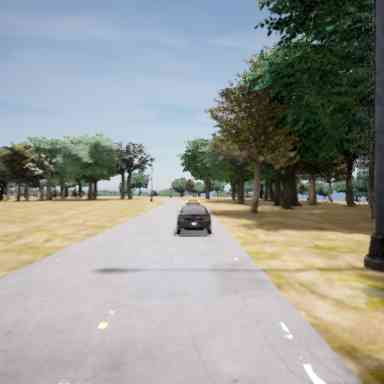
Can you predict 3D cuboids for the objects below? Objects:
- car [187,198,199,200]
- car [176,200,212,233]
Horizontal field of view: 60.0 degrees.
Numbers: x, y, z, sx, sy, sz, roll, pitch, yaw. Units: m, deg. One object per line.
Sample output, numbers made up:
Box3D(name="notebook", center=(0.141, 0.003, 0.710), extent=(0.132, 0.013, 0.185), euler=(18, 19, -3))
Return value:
Box3D(name="car", center=(0.108, 1.472, 38.593), extent=(1.882, 1.535, 5.008), euler=(0, 0, 0))
Box3D(name="car", center=(0.104, 1.478, 19.495), extent=(1.882, 1.535, 5.008), euler=(0, 0, 0))
